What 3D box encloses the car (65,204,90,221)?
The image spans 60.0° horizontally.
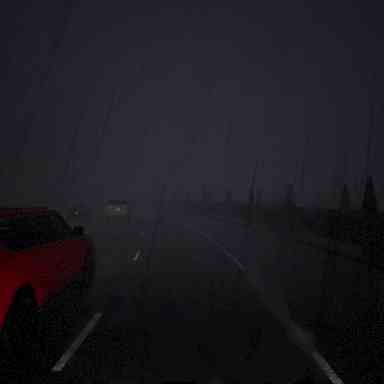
[{"bbox_3d":[-10.961,1.909,32.068,1.994,1.385,4.181,0,-1,-15],"label":"car"}]

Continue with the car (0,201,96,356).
[{"bbox_3d":[-3.503,1.289,6.281,2.150,2.045,5.566,0,-1,-2],"label":"car"}]

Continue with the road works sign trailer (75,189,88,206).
[{"bbox_3d":[-24.529,1.247,73.076,2.380,3.560,2.880,1,-1,-42],"label":"road works sign trailer"}]

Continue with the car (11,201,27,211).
[{"bbox_3d":[-26.657,2.114,51.157,1.994,1.385,4.181,0,-1,-29],"label":"car"}]

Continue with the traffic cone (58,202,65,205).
[{"bbox_3d":[-30.328,2.783,77.254,0.340,0.580,0.340,1,-1,-42],"label":"traffic cone"}]

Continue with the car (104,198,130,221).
[{"bbox_3d":[-6.928,1.552,30.803,2.150,2.045,5.566,0,-1,-14],"label":"car"}]

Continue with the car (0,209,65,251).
[{"bbox_3d":[-7.732,1.677,15.981,1.837,1.490,4.892,0,-1,-6],"label":"car"}]
